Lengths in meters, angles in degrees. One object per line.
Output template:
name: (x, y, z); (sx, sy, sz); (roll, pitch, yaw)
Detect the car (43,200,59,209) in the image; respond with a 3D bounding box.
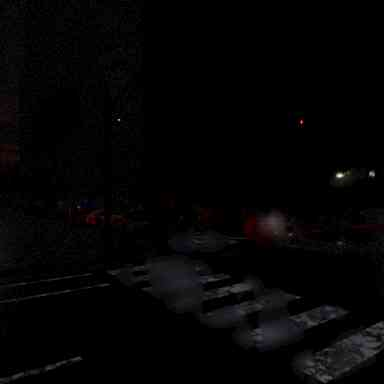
car: (-26.892, 2.386, 63.510); (1.837, 1.490, 4.892); (0, -1, -35)

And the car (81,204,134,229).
car: (-6.301, 1.842, 24.361); (1.752, 1.417, 4.829); (-1, 0, -35)

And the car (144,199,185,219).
car: (-2.384, 1.667, 33.579); (2.192, 1.841, 5.009); (-1, 0, -35)

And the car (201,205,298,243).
car: (2.949, 1.443, 16.751); (2.097, 1.767, 4.553); (0, -2, -42)

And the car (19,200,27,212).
car: (-23.370, 2.156, 48.403); (1.967, 1.590, 4.097); (-1, 0, -35)

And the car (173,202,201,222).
car: (0.561, 1.827, 29.427); (1.887, 1.381, 4.507); (-1, 0, -35)

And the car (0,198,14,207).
car: (-41.296, 2.665, 73.656); (1.887, 1.381, 4.507); (-1, 0, -35)

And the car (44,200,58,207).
car: (-31.736, 2.593, 74.919); (1.947, 1.339, 4.313); (-1, 0, -35)

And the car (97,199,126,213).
car: (-11.204, 1.874, 46.033); (2.192, 1.841, 5.009); (-1, 0, -35)

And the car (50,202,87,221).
car: (-12.055, 2.003, 32.467); (2.008, 1.369, 4.403); (-1, 0, -35)

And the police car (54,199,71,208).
police car: (-25.465, 2.305, 65.416); (1.930, 1.638, 5.238); (0, -1, -35)

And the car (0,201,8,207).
car: (-44.407, 2.769, 78.040); (1.802, 1.307, 4.206); (-1, 0, -35)

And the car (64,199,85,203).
car: (-15.721, 1.930, 42.281); (2.097, 1.767, 4.553); (0, -1, -35)

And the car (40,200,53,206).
car: (-34.749, 2.658, 79.162); (1.947, 1.339, 4.313); (-1, 0, -35)

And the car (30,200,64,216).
car: (-17.717, 1.900, 40.436); (2.192, 1.841, 5.009); (-1, 0, -35)

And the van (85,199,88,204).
van: (-17.084, 2.036, 54.336); (1.690, 1.788, 3.998); (-1, 0, -35)

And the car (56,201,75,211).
car: (-21.140, 2.313, 55.399); (1.994, 1.385, 4.181); (0, -1, -35)

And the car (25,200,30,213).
car: (-20.540, 2.195, 44.419); (1.887, 1.381, 4.507); (-1, 0, -35)

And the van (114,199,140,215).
van: (-8.264, 1.831, 41.882); (1.690, 1.788, 3.998); (-1, 0, -35)

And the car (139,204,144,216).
car: (-5.318, 2.003, 37.730); (1.802, 1.307, 4.206); (-1, 0, -35)

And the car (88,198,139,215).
car: (-7.295, 1.603, 30.379); (2.150, 2.045, 5.566); (0, -1, -35)

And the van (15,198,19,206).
van: (-26.201, 2.122, 52.387); (1.690, 1.788, 3.998); (-1, 0, -35)
